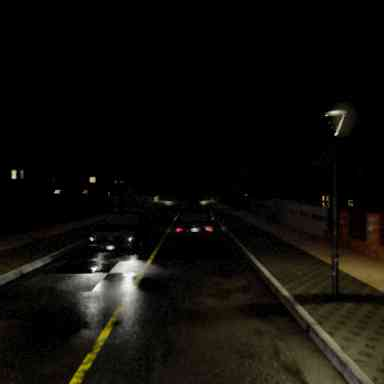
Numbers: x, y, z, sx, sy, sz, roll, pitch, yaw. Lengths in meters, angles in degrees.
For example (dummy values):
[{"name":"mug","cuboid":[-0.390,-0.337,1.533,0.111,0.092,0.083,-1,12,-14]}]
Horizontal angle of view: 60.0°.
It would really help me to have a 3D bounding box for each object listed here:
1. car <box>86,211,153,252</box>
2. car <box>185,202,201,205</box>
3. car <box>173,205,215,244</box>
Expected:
[{"name":"car","cuboid":[-2.817,1.551,14.176,2.033,1.411,5.357,0,0,0]},{"name":"car","cuboid":[0.090,1.567,27.519,2.033,1.411,5.357,0,0,0]},{"name":"car","cuboid":[0.094,1.553,15.687,2.033,1.411,5.357,0,0,0]}]
